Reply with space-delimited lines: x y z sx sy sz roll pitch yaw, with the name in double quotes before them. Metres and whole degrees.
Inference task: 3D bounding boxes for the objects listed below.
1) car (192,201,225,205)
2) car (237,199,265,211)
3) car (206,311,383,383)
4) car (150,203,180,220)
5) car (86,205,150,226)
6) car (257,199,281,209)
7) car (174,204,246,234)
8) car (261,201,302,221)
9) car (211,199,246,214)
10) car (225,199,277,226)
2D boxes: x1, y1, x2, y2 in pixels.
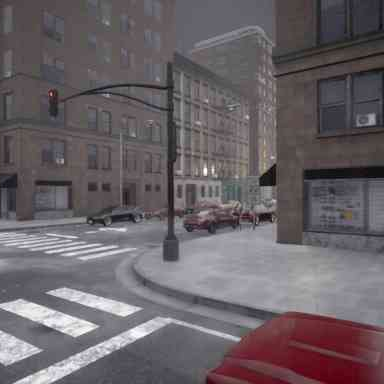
"car" 1.040 1.565 32.537 1.887 1.381 4.507 0 0 36
"car" 7.459 1.600 41.515 1.802 1.307 4.206 0 0 36
"car" 2.351 1.601 2.013 4.718 1.301 1.895 0 0 36
"car" -2.170 1.604 28.049 1.802 1.307 4.206 0 0 36
"car" -5.380 1.590 23.560 1.947 1.339 4.313 0 0 36
"car" 10.669 1.601 46.004 1.802 1.307 4.206 0 0 36
"car" 1.149 1.555 18.893 1.802 1.307 4.206 0 0 36
"car" 7.668 1.495 28.010 1.752 1.417 4.829 0 0 36
"car" 4.150 1.544 36.888 1.752 1.417 4.829 0 0 36
"car" 4.359 1.412 23.383 1.967 1.590 4.097 0 0 36
